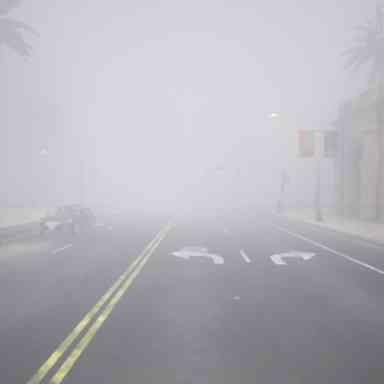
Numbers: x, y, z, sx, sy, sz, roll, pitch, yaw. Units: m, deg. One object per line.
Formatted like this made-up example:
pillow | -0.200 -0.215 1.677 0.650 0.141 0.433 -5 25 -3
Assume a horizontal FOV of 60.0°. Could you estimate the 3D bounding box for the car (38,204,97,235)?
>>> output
car | -6.914 1.485 18.932 2.128 1.511 4.902 0 0 1
